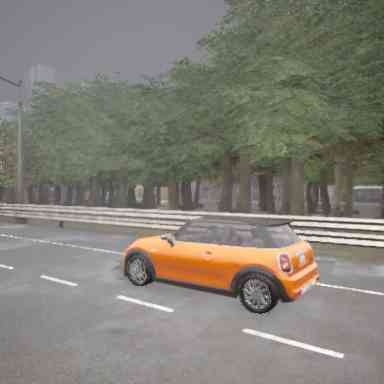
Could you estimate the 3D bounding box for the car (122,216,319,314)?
[{"bbox_3d":[0.463,1.353,7.844,4.553,1.767,2.097,0,0,36],"label":"car"}]
